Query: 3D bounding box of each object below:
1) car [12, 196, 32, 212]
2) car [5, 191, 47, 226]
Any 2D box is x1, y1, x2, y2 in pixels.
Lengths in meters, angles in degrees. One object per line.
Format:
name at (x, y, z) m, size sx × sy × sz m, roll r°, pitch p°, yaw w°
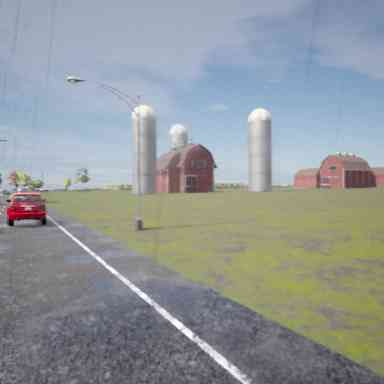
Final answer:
car at (-18.774, 1.219, 36.772) m, size 1.837 × 1.490 × 4.892 m, roll 0°, pitch 1°, yaw -28°
car at (-11.028, 1.052, 22.239) m, size 2.150 × 2.045 × 5.566 m, roll -1°, pitch 1°, yaw -28°
